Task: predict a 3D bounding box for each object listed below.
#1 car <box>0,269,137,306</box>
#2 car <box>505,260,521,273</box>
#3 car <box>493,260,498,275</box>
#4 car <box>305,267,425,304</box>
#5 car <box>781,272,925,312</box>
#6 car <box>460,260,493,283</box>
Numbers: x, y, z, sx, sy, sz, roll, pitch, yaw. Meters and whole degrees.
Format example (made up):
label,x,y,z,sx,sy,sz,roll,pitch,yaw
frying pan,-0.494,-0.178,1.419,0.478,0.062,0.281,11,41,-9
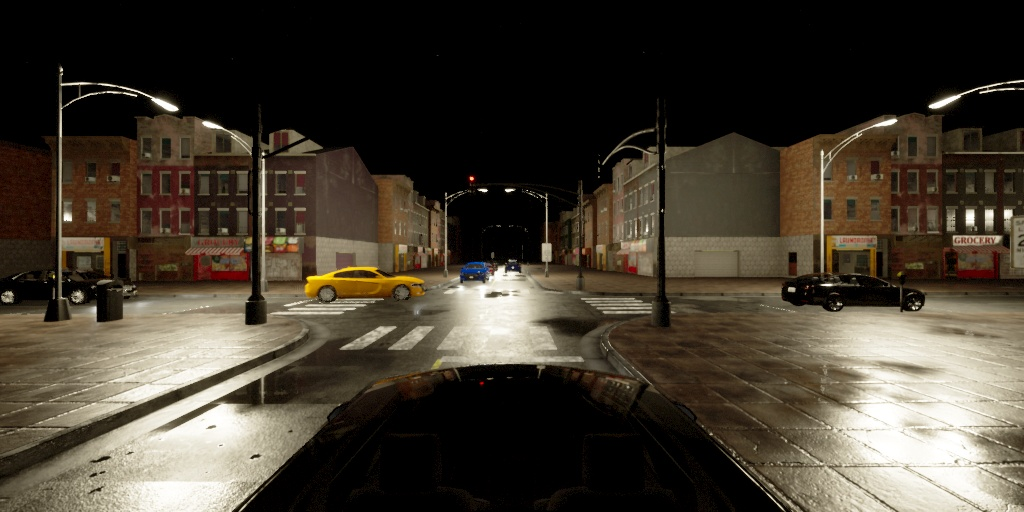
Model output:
label,x,y,z,sx,sy,sz,roll,pitch,yaw
car,-19.456,1.313,15.749,4.892,1.490,1.837,0,0,0
car,0.123,1.337,44.971,1.994,1.385,4.181,0,0,0
car,-2.833,1.332,37.864,1.994,1.385,4.181,0,0,0
car,-6.534,1.245,16.253,5.008,1.535,1.882,0,0,-8
car,12.359,1.266,13.169,4.313,1.339,1.948,0,0,0
car,-2.822,1.238,27.913,1.882,1.535,5.008,0,0,1
